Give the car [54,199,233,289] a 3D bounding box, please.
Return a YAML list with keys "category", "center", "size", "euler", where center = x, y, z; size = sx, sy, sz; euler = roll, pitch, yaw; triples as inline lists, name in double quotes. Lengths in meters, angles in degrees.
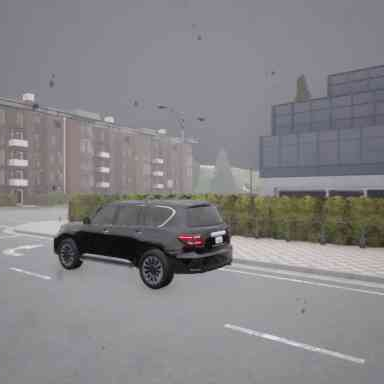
- category: "car"
  center: [-1.552, 1.221, 9.387]
  size: [5.566, 2.045, 2.150]
  euler: [0, 0, 35]
